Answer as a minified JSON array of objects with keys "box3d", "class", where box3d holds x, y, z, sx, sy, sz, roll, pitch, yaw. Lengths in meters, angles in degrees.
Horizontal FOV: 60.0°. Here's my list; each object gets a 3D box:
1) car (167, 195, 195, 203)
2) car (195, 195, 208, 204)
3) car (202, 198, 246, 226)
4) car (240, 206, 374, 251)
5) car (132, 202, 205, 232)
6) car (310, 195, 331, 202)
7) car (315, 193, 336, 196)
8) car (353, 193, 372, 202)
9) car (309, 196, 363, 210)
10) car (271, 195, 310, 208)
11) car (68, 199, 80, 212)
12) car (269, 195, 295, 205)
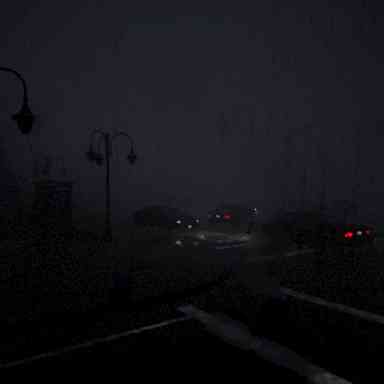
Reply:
[{"box3d":[-2.118,1.342,51.340,2.007,1.523,4.514,0,0,-36],"class":"car"},{"box3d":[0.408,1.332,53.201,2.152,1.636,5.027,0,0,-36],"class":"car"},{"box3d":[2.884,1.485,23.550,2.033,1.411,5.357,0,3,29],"class":"car"},{"box3d":[4.744,1.557,14.249,2.033,1.411,5.357,0,0,-34],"class":"car"},{"box3d":[-1.778,1.558,20.690,2.033,1.411,5.357,0,0,-39],"class":"car"},{"box3d":[28.296,1.346,73.096,1.970,1.475,3.806,0,0,-36],"class":"car"},{"box3d":[22.677,1.289,59.569,2.007,1.523,4.514,0,0,-36],"class":"car"},{"box3d":[33.240,1.083,66.208,1.932,1.855,4.605,0,0,-36],"class":"car"},{"box3d":[12.977,1.376,30.129,1.845,1.501,3.633,0,0,-36],"class":"car"},{"box3d":[11.105,1.385,37.904,1.970,1.475,3.806,0,0,-36],"class":"car"},{"box3d":[-14.476,1.558,38.131,2.033,1.411,5.357,0,0,-36],"class":"car"},{"box3d":[14.509,1.315,53.812,1.845,1.501,3.633,0,0,-36],"class":"car"}]
